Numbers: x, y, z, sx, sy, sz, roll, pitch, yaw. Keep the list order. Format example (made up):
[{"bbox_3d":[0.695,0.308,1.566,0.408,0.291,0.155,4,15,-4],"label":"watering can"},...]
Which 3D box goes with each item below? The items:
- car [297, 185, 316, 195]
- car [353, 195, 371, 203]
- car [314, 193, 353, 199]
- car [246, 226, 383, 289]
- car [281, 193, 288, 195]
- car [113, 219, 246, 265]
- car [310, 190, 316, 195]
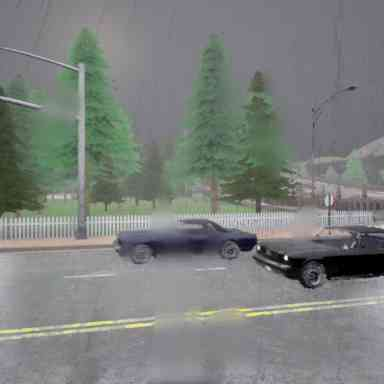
[{"bbox_3d":[21.906,-0.089,64.198,1.882,1.535,5.008,0,7,-15],"label":"car"},{"bbox_3d":[25.679,1.178,50.259,1.812,1.442,4.674,0,3,-15],"label":"car"},{"bbox_3d":[19.532,1.287,46.252,1.812,1.442,4.674,0,2,-16],"label":"car"},{"bbox_3d":[4.075,1.601,8.867,4.718,1.301,1.895,0,0,-14],"label":"car"},{"bbox_3d":[15.501,-0.195,61.017,2.150,2.045,5.566,0,6,-14],"label":"car"},{"bbox_3d":[-0.278,1.601,11.397,4.718,1.301,1.895,0,0,-14],"label":"car"},{"bbox_3d":[21.442,0.932,52.467,1.882,1.535,5.008,0,4,-15],"label":"car"}]
